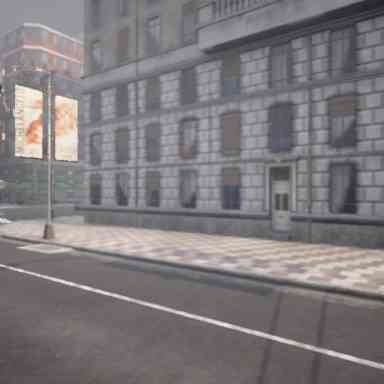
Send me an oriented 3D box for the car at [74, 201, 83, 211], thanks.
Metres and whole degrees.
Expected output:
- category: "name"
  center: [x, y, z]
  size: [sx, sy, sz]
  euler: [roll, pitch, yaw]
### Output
- category: "car"
  center: [-11.926, 1.562, 39.816]
  size: [1.994, 1.385, 4.181]
  euler: [0, 0, 36]
